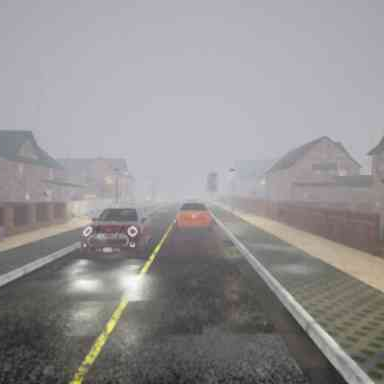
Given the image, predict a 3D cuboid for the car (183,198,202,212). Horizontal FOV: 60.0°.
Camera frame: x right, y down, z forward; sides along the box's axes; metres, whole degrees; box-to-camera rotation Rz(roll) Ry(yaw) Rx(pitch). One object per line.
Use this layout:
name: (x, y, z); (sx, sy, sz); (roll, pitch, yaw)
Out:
car: (0.101, 1.555, 40.126); (2.128, 1.511, 4.902); (0, 0, 0)

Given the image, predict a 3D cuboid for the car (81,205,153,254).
car: (-2.850, 1.362, 13.458); (2.097, 1.767, 4.553); (0, 0, 0)

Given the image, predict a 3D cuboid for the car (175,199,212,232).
car: (0.098, 1.371, 20.505); (2.097, 1.767, 4.553); (0, 0, 0)
